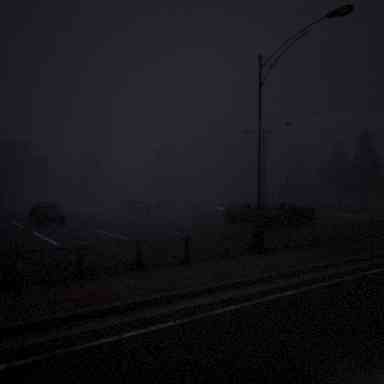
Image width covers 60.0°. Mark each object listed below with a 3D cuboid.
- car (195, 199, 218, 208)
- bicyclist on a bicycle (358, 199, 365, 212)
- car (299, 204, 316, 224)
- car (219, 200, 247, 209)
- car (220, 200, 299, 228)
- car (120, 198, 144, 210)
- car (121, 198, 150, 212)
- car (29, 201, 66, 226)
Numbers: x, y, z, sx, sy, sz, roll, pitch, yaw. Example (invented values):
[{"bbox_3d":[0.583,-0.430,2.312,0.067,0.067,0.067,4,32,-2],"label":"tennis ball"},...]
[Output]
[{"bbox_3d":[2.335,1.889,54.926,1.812,1.442,4.674,1,-1,-36],"label":"car"},{"bbox_3d":[21.261,1.750,41.772,1.656,1.620,0.582,0,0,-36],"label":"bicyclist on a bicycle"},{"bbox_3d":[6.944,1.556,24.825,2.007,1.523,4.514,1,0,-36],"label":"car"},{"bbox_3d":[6.708,2.004,54.930,1.895,1.301,4.718,1,0,-36],"label":"car"},{"bbox_3d":[4.434,1.513,22.944,2.152,1.636,5.027,1,0,-36],"label":"car"},{"bbox_3d":[-8.327,1.587,45.910,1.845,1.501,3.633,1,0,-36],"label":"car"},{"bbox_3d":[-6.390,1.566,38.152,1.970,1.475,3.806,1,0,-36],"label":"car"},{"bbox_3d":[-9.661,1.372,22.217,1.845,1.501,3.633,1,0,-36],"label":"car"}]
